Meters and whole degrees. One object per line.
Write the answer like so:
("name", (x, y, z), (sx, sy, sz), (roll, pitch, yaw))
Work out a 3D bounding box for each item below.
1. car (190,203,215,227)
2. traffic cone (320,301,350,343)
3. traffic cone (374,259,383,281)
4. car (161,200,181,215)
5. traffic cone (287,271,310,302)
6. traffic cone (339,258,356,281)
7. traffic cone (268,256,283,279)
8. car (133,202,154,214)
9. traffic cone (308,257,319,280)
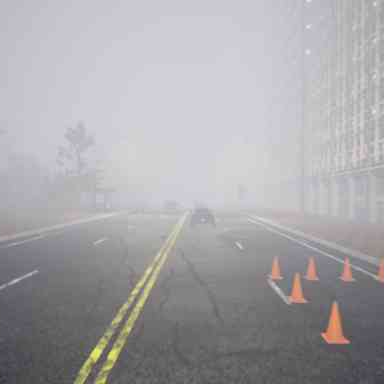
("car", (0.796, 1.811, 25.443), (1.812, 1.442, 4.674), (1, 0, 1))
("traffic cone", (2.292, 2.059, 5.340), (0.340, 0.580, 0.340), (1, -1, 1))
("traffic cone", (5.343, 2.168, 9.299), (0.340, 0.580, 0.340), (1, -1, 1))
("car", (-2.448, 1.731, 39.433), (2.097, 1.767, 4.553), (1, -1, 1))
("traffic cone", (2.318, 2.079, 7.340), (0.340, 0.580, 0.340), (1, -1, 1))
("traffic cone", (4.344, 2.145, 9.313), (0.340, 0.580, 0.340), (1, -1, 1))
("traffic cone", (2.345, 2.101, 9.340), (0.340, 0.580, 0.340), (1, -1, 1))
("car", (-5.705, 1.855, 39.577), (2.033, 1.411, 5.357), (1, -1, 1))
("traffic cone", (3.344, 2.123, 9.327), (0.340, 0.580, 0.340), (1, -1, 1))
